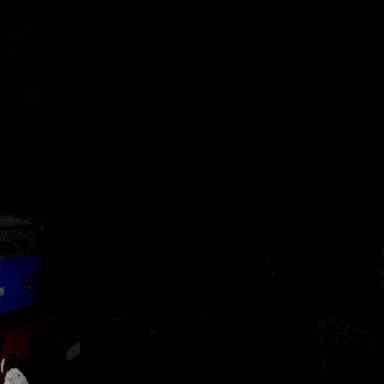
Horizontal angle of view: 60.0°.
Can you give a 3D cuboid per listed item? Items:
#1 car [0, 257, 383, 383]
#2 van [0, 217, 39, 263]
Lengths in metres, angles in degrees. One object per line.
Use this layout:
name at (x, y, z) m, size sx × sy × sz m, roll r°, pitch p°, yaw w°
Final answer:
car at (0.036, 1.538, 2.942) m, size 4.507 × 1.381 × 1.887 m, roll 0°, pitch 0°, yaw 36°
van at (-4.527, 1.309, 6.202) m, size 3.998 × 1.788 × 1.690 m, roll 0°, pitch 0°, yaw 36°
